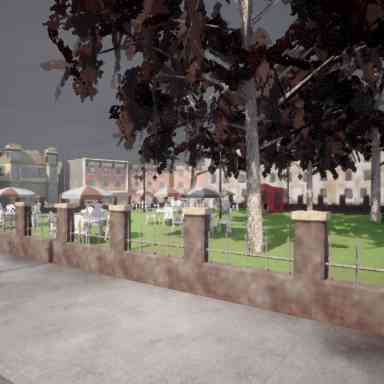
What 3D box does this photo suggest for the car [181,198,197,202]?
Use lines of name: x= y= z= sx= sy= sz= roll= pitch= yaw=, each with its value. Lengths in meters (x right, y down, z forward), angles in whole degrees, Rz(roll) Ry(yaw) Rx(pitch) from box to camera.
car: x=-1.496 y=1.614 z=59.276 sx=4.718 sy=1.301 sz=1.895 roll=0 pitch=0 yaw=3
